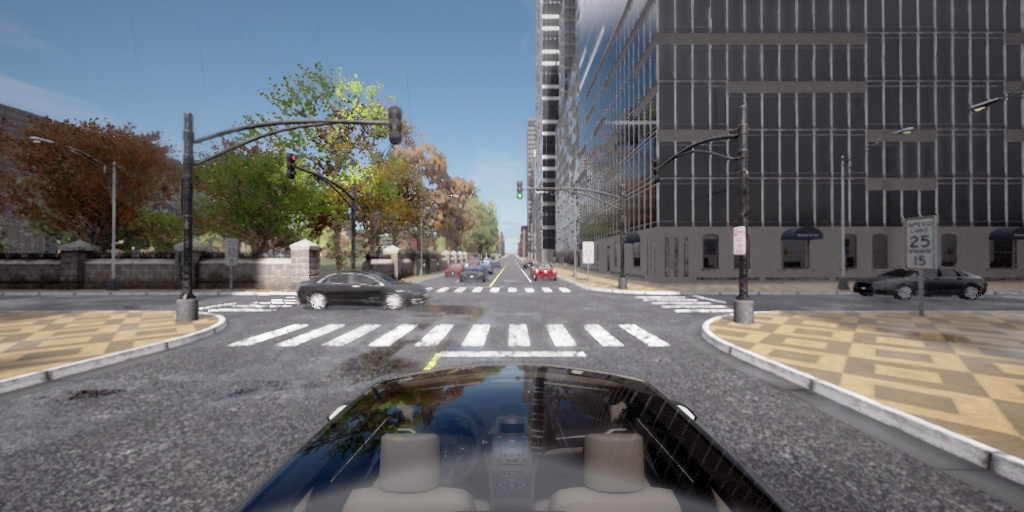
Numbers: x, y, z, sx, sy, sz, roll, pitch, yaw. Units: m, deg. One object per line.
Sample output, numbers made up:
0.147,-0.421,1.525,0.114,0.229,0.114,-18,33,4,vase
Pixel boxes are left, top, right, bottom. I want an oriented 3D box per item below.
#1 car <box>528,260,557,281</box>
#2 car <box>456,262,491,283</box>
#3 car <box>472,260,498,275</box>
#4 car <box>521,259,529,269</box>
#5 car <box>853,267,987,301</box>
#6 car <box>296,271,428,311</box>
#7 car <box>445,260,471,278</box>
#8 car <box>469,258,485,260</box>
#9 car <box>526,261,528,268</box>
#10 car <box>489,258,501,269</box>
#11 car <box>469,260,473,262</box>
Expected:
2.714,1.290,30.779,1.967,1.591,4.097,0,0,0,car
-3.078,1.409,29.432,1.994,1.385,4.181,0,0,0,car
-3.067,1.433,41.089,2.033,1.411,5.357,0,0,0,car
2.736,1.509,59.184,1.948,1.339,4.313,0,0,0,car
18.870,1.250,16.728,4.892,1.490,1.837,0,0,1,car
-5.803,1.341,14.165,4.892,1.490,1.837,0,0,1,car
-5.663,1.415,36.463,1.888,1.381,4.507,0,0,0,car
-5.649,1.241,53.512,2.192,1.841,5.009,0,0,0,car
2.718,1.436,36.459,1.948,1.339,4.313,0,0,0,car
-2.960,1.519,63.086,1.994,1.385,4.181,0,0,1,car
-5.658,1.440,42.146,2.007,1.370,4.403,0,0,0,car
